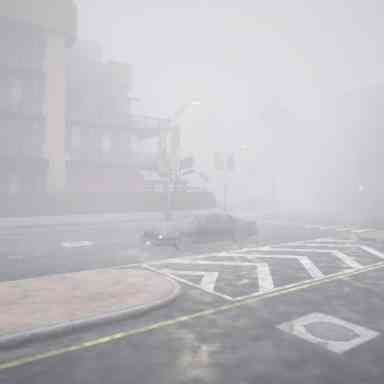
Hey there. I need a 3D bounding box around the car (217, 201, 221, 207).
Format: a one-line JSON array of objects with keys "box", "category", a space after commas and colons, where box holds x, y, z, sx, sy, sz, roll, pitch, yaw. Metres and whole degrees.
[{"box": [2.254, 1.492, 48.427, 2.128, 1.511, 4.902, 0, 0, -35], "category": "car"}]

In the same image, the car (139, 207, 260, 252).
[{"box": [0.502, 1.547, 14.186, 5.357, 1.411, 2.033, 0, 0, -36], "category": "car"}]

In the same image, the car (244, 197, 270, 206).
[{"box": [10.709, 1.491, 54.990, 2.128, 1.511, 4.902, 0, 0, -35], "category": "car"}]
